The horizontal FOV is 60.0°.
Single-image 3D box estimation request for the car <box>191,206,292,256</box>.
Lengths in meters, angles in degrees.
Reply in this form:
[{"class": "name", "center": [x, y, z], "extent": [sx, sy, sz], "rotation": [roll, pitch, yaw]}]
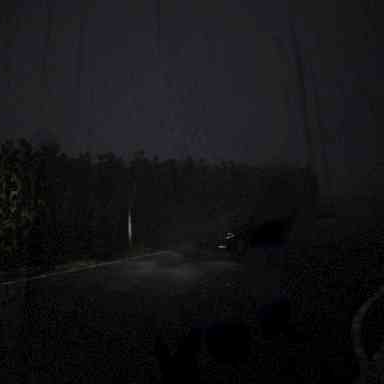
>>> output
[{"class": "car", "center": [2.065, 1.340, 12.872], "extent": [1.882, 1.535, 5.008], "rotation": [0, 1, 43]}]
